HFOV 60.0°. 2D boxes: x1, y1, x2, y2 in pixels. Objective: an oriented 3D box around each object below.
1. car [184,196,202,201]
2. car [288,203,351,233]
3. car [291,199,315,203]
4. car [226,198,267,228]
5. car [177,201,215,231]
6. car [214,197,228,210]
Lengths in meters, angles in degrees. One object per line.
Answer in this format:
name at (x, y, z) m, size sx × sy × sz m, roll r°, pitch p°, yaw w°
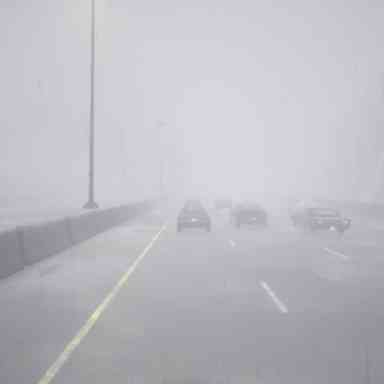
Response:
car at (0.103, 1.250, 38.020) m, size 2.128 × 1.511 × 4.902 m, roll 0°, pitch 1°, yaw 0°
car at (7.101, 1.546, 19.044) m, size 1.895 × 1.301 × 4.718 m, roll 0°, pitch 0°, yaw 0°
car at (10.602, 1.360, 31.801) m, size 1.812 × 1.442 × 4.674 m, roll 0°, pitch 1°, yaw 0°
car at (3.601, 1.404, 21.879) m, size 1.882 × 1.535 × 5.008 m, roll 0°, pitch 0°, yaw 0°
car at (0.101, 1.501, 20.310) m, size 1.994 × 1.385 × 4.181 m, roll 0°, pitch 0°, yaw 0°
car at (3.603, 1.275, 38.728) m, size 1.812 × 1.442 × 4.674 m, roll 0°, pitch 1°, yaw 0°
